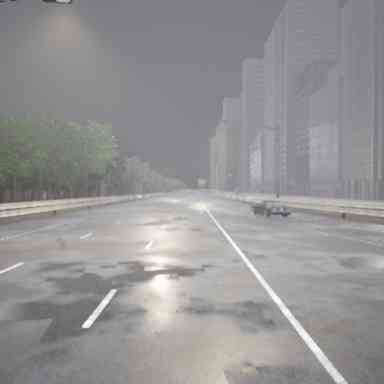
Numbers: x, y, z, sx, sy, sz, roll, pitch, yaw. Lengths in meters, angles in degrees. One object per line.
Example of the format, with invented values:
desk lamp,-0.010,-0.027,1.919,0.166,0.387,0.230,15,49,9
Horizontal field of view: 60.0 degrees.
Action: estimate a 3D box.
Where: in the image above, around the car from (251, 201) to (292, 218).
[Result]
car,6.795,1.451,29.115,2.033,1.411,5.357,0,0,-9
